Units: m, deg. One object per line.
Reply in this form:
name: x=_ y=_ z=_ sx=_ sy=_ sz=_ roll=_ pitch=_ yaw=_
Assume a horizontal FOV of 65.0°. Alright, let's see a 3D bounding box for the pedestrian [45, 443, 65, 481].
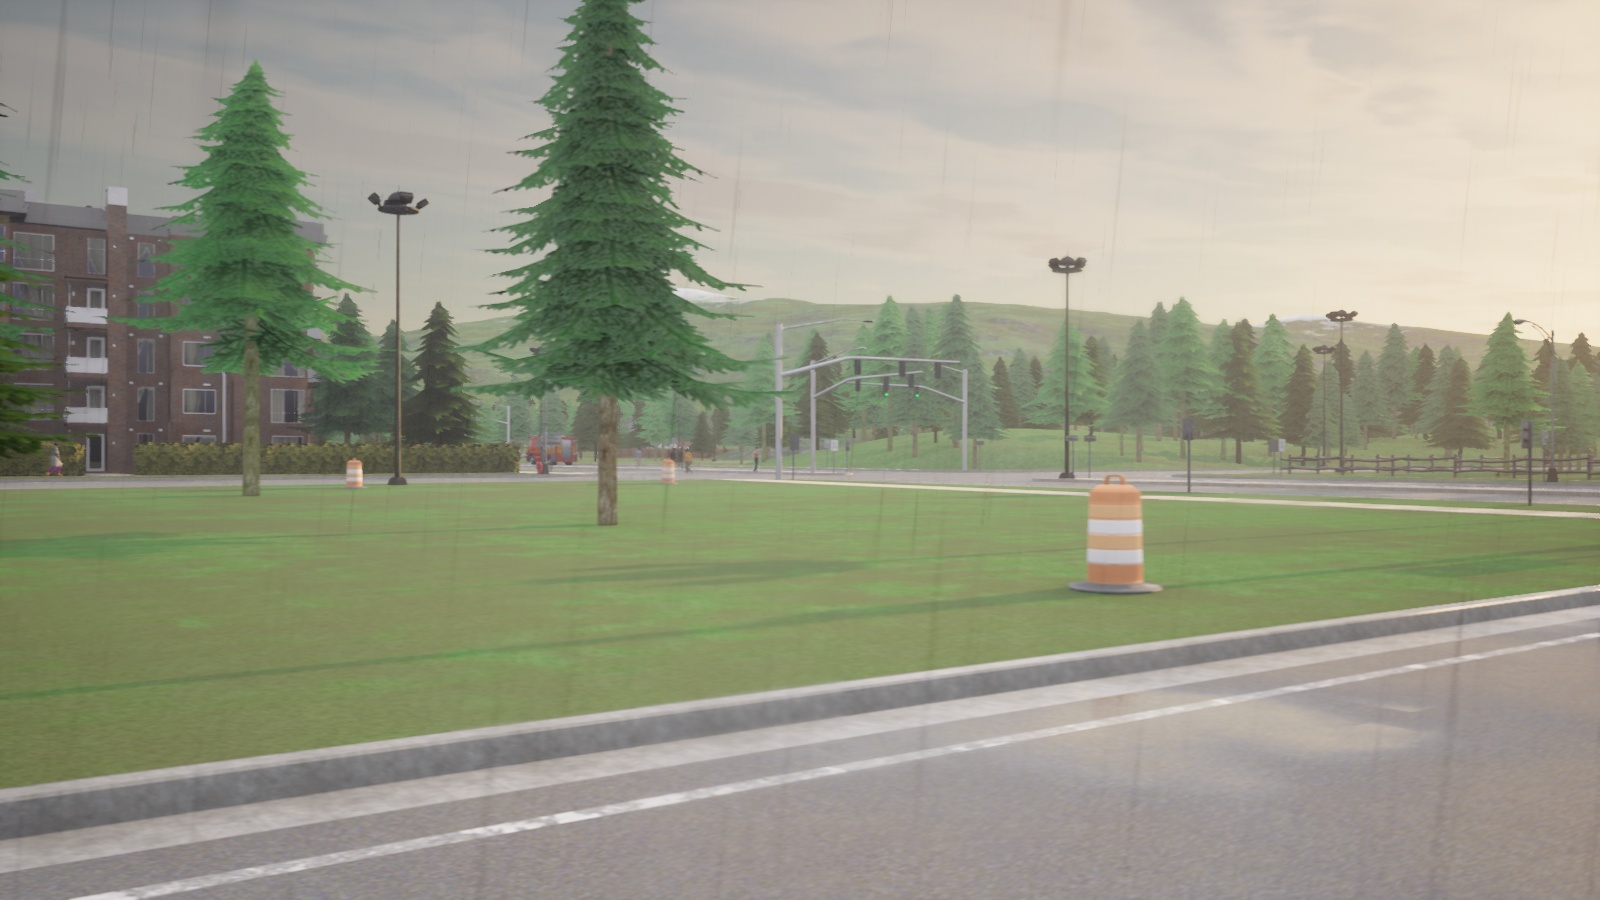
pedestrian: x=-38.780 y=0.616 z=65.376 sx=0.873 sy=1.952 sz=0.659 roll=0 pitch=0 yaw=-34
